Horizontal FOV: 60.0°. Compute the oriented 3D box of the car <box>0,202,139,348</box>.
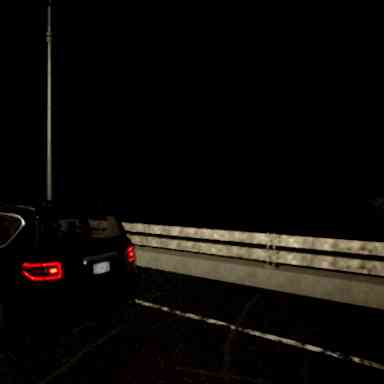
[{"bbox_3d":[-3.518,1.217,6.492,5.566,2.045,2.150,0,0,36],"label":"car"}]
